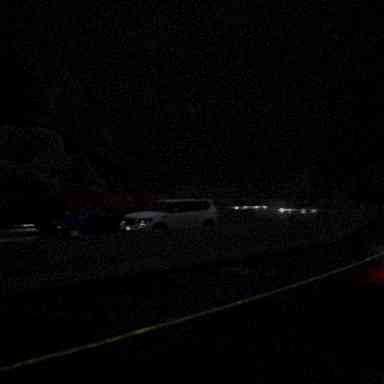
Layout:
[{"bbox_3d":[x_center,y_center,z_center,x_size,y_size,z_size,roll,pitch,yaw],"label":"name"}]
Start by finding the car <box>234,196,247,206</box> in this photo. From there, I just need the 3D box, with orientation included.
[{"bbox_3d":[9.820,1.814,67.701,2.150,2.045,5.566,0,-1,3],"label":"car"}]

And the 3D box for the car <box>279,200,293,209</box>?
[{"bbox_3d":[15.397,2.053,54.603,1.994,1.385,4.181,0,0,11],"label":"car"}]

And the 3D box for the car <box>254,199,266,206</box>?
[{"bbox_3d":[13.596,2.087,66.577,1.837,1.490,4.892,0,-1,4],"label":"car"}]

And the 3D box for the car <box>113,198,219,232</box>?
[{"bbox_3d":[-0.968,1.356,17.246,5.566,2.045,2.150,1,-1,-45],"label":"car"}]

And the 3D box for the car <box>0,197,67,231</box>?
[{"bbox_3d":[-9.719,1.336,18.776,5.566,2.045,2.150,1,0,-40],"label":"car"}]

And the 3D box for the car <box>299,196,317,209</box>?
[{"bbox_3d":[19.032,1.723,54.746,2.150,2.045,5.566,0,0,11],"label":"car"}]

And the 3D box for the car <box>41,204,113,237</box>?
[{"bbox_3d":[-5.182,1.604,18.167,5.008,1.535,1.882,1,0,-42],"label":"car"}]
